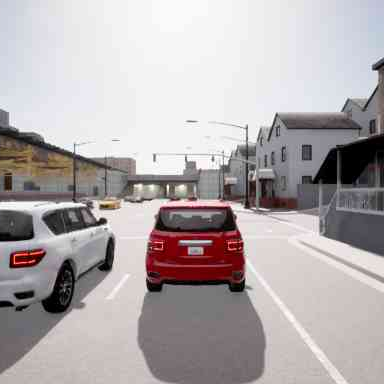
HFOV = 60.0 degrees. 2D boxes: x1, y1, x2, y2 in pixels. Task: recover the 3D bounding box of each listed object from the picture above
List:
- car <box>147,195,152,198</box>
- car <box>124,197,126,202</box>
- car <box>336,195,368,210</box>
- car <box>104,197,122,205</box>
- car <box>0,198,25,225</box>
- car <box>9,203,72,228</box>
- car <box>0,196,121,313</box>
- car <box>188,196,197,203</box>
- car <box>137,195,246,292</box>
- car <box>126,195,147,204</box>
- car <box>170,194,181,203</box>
[{"bbox_3d":[-10.315,1.498,77.968,2.033,1.411,5.357,0,0,0],"label":"car"},{"bbox_3d":[-13.826,1.519,73.394,1.812,1.442,4.674,0,0,0],"label":"car"},{"bbox_3d":[14.229,1.057,28.762,4.181,1.385,1.994,-14,0,-1],"label":"car"},{"bbox_3d":[-13.931,1.565,58.884,1.994,1.385,4.181,0,0,0],"label":"car"},{"bbox_3d":[-14.045,1.352,23.562,2.097,1.767,4.553,0,0,0],"label":"car"},{"bbox_3d":[-10.543,1.547,23.683,2.033,1.411,5.357,0,0,0],"label":"car"},{"bbox_3d":[-3.409,1.221,7.806,2.150,2.045,5.566,0,0,1],"label":"car"},{"bbox_3d":[0.162,1.503,69.222,1.837,1.490,4.892,0,0,0],"label":"car"},{"bbox_3d":[0.099,1.221,9.068,2.150,2.045,5.566,0,0,1],"label":"car"},{"bbox_3d":[-10.404,1.492,62.607,2.128,1.511,4.902,0,0,1],"label":"car"},{"bbox_3d":[-3.336,1.352,69.200,2.097,1.767,4.553,0,0,0],"label":"car"}]
